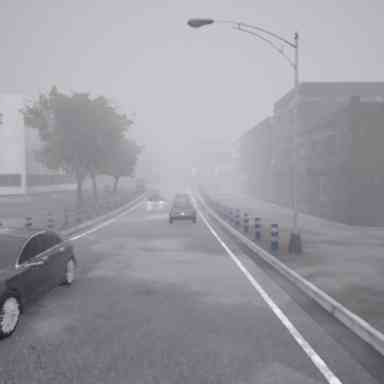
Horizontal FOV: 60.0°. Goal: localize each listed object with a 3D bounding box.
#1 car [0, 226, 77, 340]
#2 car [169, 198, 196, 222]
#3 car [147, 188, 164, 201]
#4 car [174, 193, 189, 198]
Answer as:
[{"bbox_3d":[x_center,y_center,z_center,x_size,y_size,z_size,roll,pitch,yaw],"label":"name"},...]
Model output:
[{"bbox_3d":[-3.781,1.528,6.618,1.837,1.490,4.892,0,0,-2],"label":"car"},{"bbox_3d":[-0.705,1.441,25.114,1.994,1.385,4.181,0,1,-2],"label":"car"},{"bbox_3d":[-5.154,0.268,47.616,2.097,1.767,4.553,0,4,-2],"label":"car"},{"bbox_3d":[-1.282,0.796,42.082,1.994,1.385,4.181,0,3,-2],"label":"car"}]
